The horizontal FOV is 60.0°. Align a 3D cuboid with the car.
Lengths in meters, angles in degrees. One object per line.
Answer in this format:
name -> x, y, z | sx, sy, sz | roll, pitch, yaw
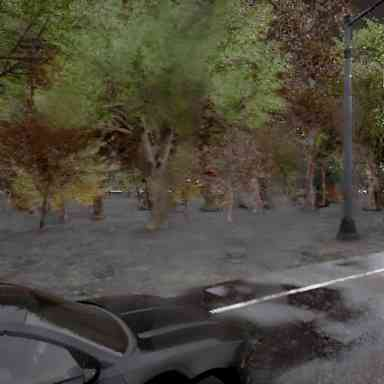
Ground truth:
car -> -1.734, 1.478, 2.484 | 5.008, 1.535, 1.882 | 0, 0, -35
